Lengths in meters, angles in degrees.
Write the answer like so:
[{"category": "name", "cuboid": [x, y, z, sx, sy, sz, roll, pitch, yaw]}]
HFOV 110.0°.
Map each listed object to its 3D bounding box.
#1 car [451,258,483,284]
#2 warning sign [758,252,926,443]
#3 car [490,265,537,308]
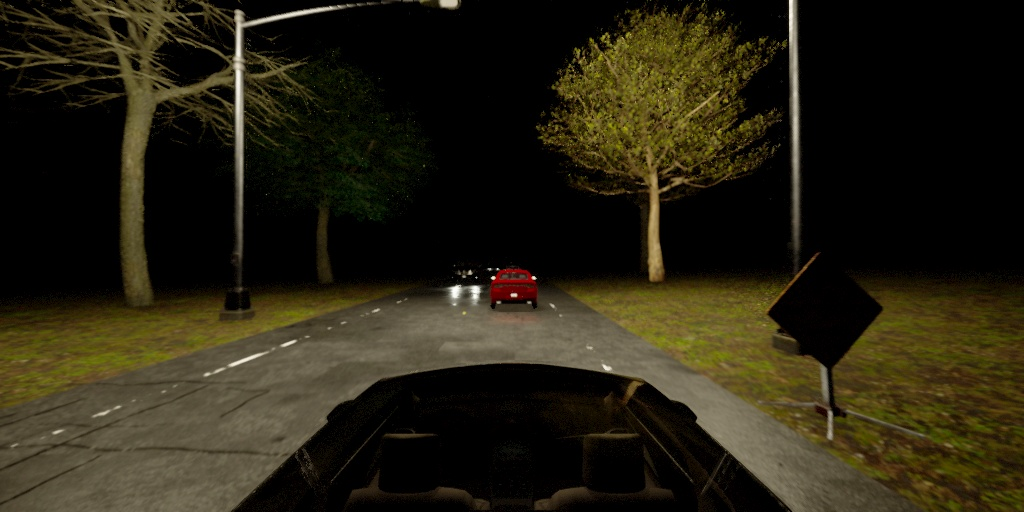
[{"category": "car", "cuboid": [-3.630, 1.223, 29.919, 2.150, 2.045, 5.566, 0, 0, 0]}, {"category": "warning sign", "cuboid": [3.550, 0.888, 3.995, 1.300, 1.860, 1.060, 0, 0, 0]}, {"category": "car", "cuboid": [0.079, 1.366, 16.192, 1.882, 1.535, 5.008, 0, 0, 0]}]
